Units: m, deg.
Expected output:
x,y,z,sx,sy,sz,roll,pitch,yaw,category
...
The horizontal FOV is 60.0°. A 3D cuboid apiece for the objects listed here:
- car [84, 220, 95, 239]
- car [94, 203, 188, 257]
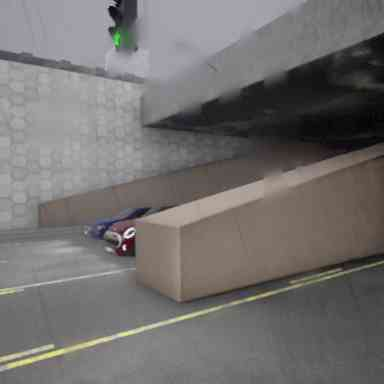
x,y,z,sx,sy,sz,roll,pitch,yaw,category
-2.460,1.372,15.050,4.674,1.442,1.812,-1,1,-35,car
-0.810,1.215,11.933,4.553,1.767,2.097,-1,1,-35,car
